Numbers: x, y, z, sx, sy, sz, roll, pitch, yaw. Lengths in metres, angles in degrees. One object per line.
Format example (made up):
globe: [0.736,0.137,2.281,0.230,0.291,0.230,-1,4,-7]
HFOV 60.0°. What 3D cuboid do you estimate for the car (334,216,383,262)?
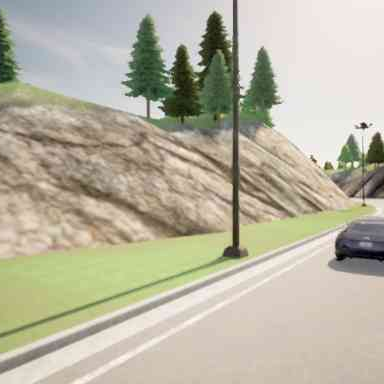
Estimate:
car: [6.407,1.554,11.703,1.994,1.385,4.181,0,0,35]
